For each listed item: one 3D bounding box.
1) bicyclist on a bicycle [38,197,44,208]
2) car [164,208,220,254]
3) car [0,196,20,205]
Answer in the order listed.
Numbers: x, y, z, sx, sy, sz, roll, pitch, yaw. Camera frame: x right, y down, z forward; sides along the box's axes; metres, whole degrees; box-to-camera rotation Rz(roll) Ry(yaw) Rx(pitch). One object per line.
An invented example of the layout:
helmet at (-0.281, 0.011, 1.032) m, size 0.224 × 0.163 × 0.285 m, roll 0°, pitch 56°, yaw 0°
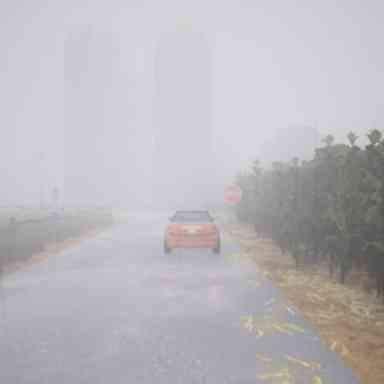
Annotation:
bicyclist on a bicycle at (-18.169, 1.461, 40.079) m, size 0.582 × 1.620 × 1.656 m, roll 0°, pitch 0°, yaw 0°
car at (0.004, 1.442, 14.071) m, size 2.097 × 1.767 × 4.553 m, roll 0°, pitch 0°, yaw 0°
car at (-36.955, 1.704, 65.015) m, size 4.611 × 1.667 × 2.242 m, roll 0°, pitch 0°, yaw 0°
